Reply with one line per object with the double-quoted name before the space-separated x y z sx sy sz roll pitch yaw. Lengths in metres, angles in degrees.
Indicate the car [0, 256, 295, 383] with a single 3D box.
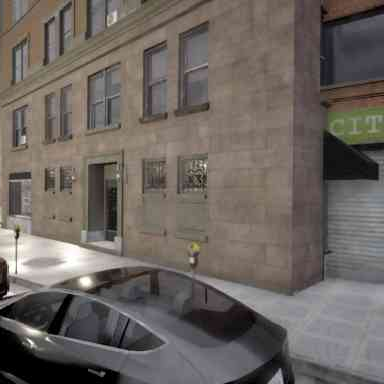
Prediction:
"car" -1.044 1.565 3.817 4.313 1.339 1.947 0 1 35
